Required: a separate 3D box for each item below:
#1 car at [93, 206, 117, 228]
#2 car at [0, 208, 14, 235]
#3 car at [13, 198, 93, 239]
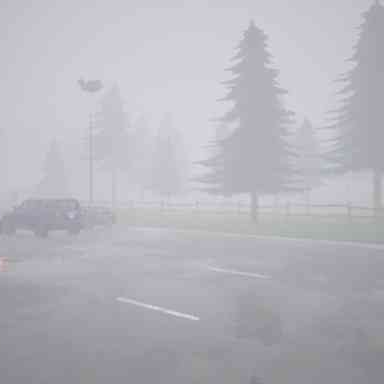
[{"bbox_3d":[-7.054,1.628,21.916,4.902,1.511,2.128,-1,0,35],"label":"car"},{"bbox_3d":[-11.121,1.628,16.218,4.902,1.511,2.128,-1,0,35],"label":"car"},{"bbox_3d":[-8.322,1.351,18.522,5.566,2.045,2.150,-1,0,35],"label":"car"}]
